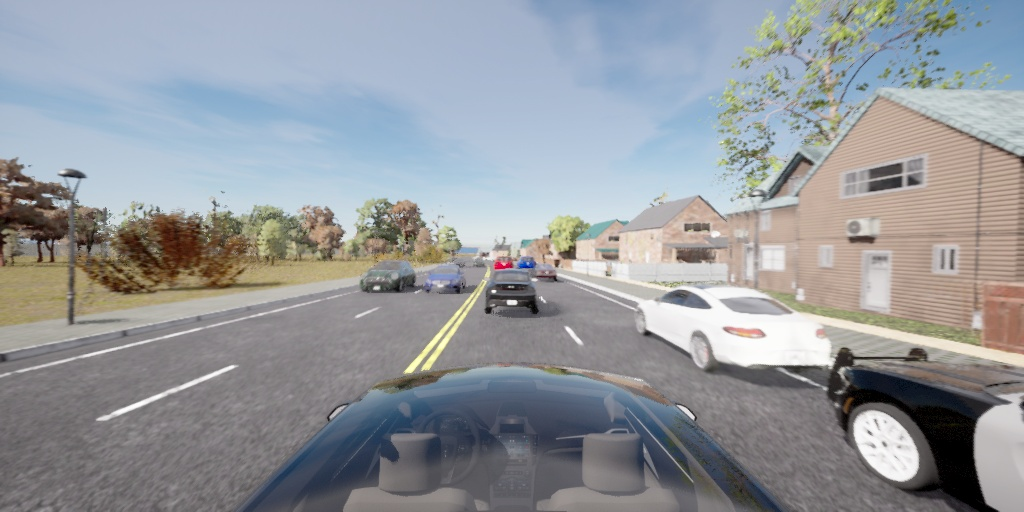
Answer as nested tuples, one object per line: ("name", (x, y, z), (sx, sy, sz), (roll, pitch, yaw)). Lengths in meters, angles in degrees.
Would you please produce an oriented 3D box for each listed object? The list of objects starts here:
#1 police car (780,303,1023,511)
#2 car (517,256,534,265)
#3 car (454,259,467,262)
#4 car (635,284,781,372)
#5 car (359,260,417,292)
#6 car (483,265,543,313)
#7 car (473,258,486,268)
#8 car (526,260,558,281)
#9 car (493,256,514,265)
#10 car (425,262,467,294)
("police car", (4.254, 1.222, 1.716), (1.930, 1.638, 5.238), (1, 0, 0))
("car", (1.861, 1.026, 47.296), (2.150, 2.045, 5.566), (1, 0, -3))
("car", (-8.947, 1.221, 62.481), (1.837, 1.490, 4.892), (1, 0, -4))
("car", (4.194, 1.324, 7.646), (1.812, 1.442, 4.674), (1, 0, -1))
("car", (-6.902, 1.041, 20.408), (2.097, 1.767, 4.553), (1, 0, -2))
("car", (-0.047, 1.261, 14.041), (1.837, 1.490, 4.892), (1, 0, -1))
("car", (-5.681, 1.099, 62.257), (2.097, 1.767, 4.553), (1, 0, -4))
("car", (2.665, 1.344, 30.519), (2.033, 1.411, 5.357), (1, 0, -2))
("car", (-0.970, 0.989, 40.825), (2.150, 2.045, 5.566), (1, 0, -3))
("car", (-3.653, 1.248, 20.372), (1.812, 1.442, 4.674), (1, 0, -2))
